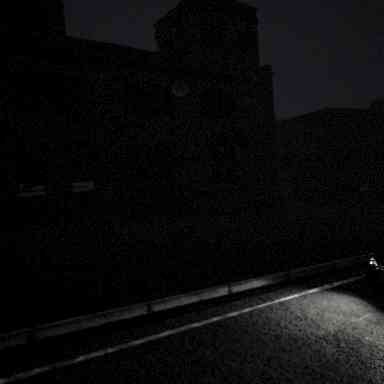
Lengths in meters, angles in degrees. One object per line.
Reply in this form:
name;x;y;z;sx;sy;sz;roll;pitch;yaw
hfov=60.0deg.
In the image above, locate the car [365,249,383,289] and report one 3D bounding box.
car;6.031;1.502;7.879;4.674;1.442;1.812;0;0;-34
